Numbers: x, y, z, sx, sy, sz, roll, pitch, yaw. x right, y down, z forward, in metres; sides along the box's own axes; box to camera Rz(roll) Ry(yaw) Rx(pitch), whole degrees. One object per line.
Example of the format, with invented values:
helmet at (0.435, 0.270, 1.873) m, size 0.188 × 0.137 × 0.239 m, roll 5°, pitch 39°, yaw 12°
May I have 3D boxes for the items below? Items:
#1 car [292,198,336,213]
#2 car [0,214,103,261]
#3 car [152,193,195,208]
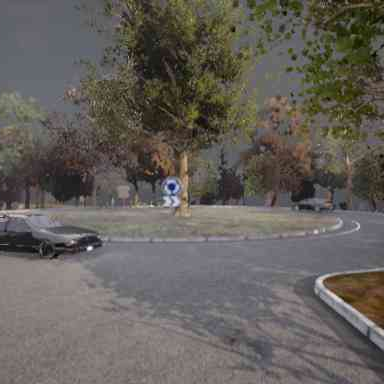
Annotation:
car at (12.712, 1.383, 35.049) m, size 2.128 × 1.511 × 4.902 m, roll 0°, pitch 0°, yaw -27°
car at (-5.957, 1.510, 12.076) m, size 5.357 × 1.411 × 2.033 m, roll 0°, pitch 0°, yaw 19°
car at (-2.379, 1.089, 43.373) m, size 5.566 × 2.045 × 2.150 m, roll 0°, pitch 0°, yaw 0°
